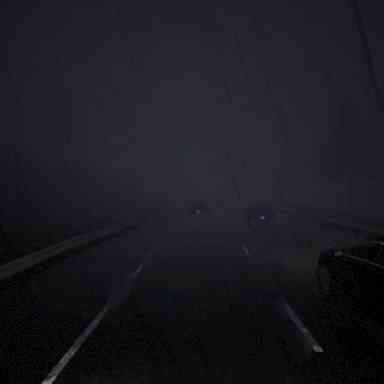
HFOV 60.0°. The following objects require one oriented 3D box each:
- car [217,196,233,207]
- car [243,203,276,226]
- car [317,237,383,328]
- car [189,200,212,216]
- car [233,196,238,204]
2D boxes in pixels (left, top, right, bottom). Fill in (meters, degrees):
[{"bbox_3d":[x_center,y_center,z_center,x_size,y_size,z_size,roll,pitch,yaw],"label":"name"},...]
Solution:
[{"bbox_3d":[5.005,1.600,52.128,1.812,1.442,4.674,0,0,11],"label":"car"},{"bbox_3d":[4.789,1.514,23.965,1.882,1.535,5.008,0,0,5],"label":"car"},{"bbox_3d":[3.737,1.503,5.699,2.128,1.511,4.902,0,0,1],"label":"car"},{"bbox_3d":[0.834,1.550,32.976,1.837,1.490,4.892,0,0,7],"label":"car"},{"bbox_3d":[8.027,1.597,66.271,1.837,1.490,4.892,0,0,13],"label":"car"}]
